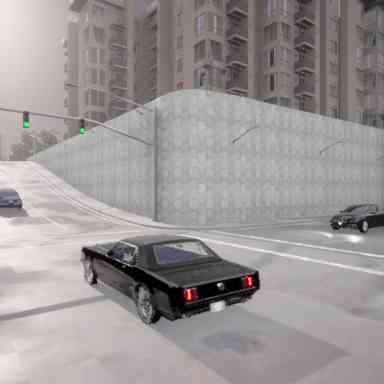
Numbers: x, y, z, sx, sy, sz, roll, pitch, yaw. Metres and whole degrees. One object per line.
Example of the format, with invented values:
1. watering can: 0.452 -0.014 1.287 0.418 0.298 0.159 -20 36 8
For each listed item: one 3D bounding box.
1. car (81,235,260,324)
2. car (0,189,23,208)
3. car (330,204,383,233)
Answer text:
1. car: -0.864 1.600 7.285 1.895 1.301 4.718 0 0 -36
2. car: -15.229 0.454 27.269 2.033 1.411 5.357 0 8 -36
3. car: 10.196 1.501 19.872 4.892 1.490 1.837 0 0 -36
